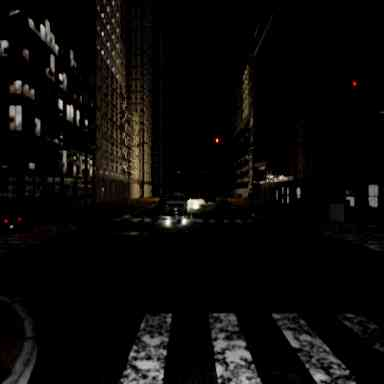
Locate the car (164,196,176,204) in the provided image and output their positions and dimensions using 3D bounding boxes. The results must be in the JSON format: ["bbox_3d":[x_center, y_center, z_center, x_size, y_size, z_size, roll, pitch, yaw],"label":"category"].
[{"bbox_3d":[-4.206,1.547,64.225,1.947,1.339,4.313,0,0,0],"label":"car"}]

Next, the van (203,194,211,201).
[{"bbox_3d":[3.576,1.300,80.855,1.690,1.788,3.998,0,0,0],"label":"van"}]

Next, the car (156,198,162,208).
[{"bbox_3d":[-4.108,1.580,47.643,1.802,1.307,4.206,0,0,0],"label":"car"}]

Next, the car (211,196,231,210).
[{"bbox_3d":[3.855,1.568,42.163,1.947,1.339,4.313,0,0,0],"label":"car"}]

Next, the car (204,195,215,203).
[{"bbox_3d":[3.642,1.414,69.800,1.967,1.590,4.097,0,0,0],"label":"car"}]

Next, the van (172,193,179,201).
[{"bbox_3d":[-4.337,1.293,86.335,1.690,1.788,3.998,0,0,0],"label":"van"}]

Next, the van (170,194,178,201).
[{"bbox_3d":[-4.304,1.300,80.808,1.690,1.788,3.998,0,0,0],"label":"van"}]

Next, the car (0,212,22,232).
[{"bbox_3d":[-11.301,1.412,16.665,4.718,1.301,1.895,1,0,-2],"label":"car"}]

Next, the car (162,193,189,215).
[{"bbox_3d":[-1.557,1.222,34.094,2.150,2.045,5.566,0,1,0],"label":"car"}]

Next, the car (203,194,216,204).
[{"bbox_3d":[3.674,1.296,64.272,2.192,1.841,5.009,0,0,0],"label":"car"}]

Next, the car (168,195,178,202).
[{"bbox_3d":[-4.271,1.407,75.281,1.967,1.590,4.097,0,0,0],"label":"car"}]

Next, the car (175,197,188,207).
[{"bbox_3d":[-1.649,1.520,52.871,1.812,1.442,4.674,0,0,0],"label":"car"}]
